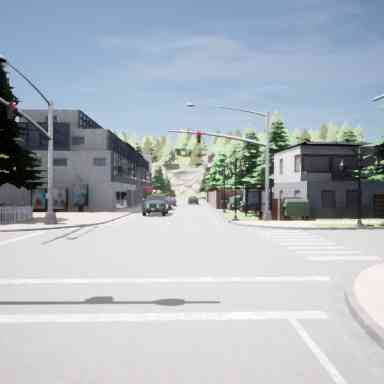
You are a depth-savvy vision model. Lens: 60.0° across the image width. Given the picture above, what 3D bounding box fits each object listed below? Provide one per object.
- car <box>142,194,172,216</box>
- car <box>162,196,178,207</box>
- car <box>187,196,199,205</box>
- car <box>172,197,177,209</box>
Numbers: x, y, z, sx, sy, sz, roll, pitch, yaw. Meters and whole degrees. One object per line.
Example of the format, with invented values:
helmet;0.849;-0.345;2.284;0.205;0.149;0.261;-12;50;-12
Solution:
car;-3.519;1.221;32.654;2.150;2.045;5.566;0;0;0
car;-3.448;1.492;52.972;2.128;1.511;4.902;0;0;0
car;0.251;1.505;59.507;1.837;1.490;4.892;0;0;0
car;-3.491;1.492;42.704;2.128;1.511;4.902;0;0;0
